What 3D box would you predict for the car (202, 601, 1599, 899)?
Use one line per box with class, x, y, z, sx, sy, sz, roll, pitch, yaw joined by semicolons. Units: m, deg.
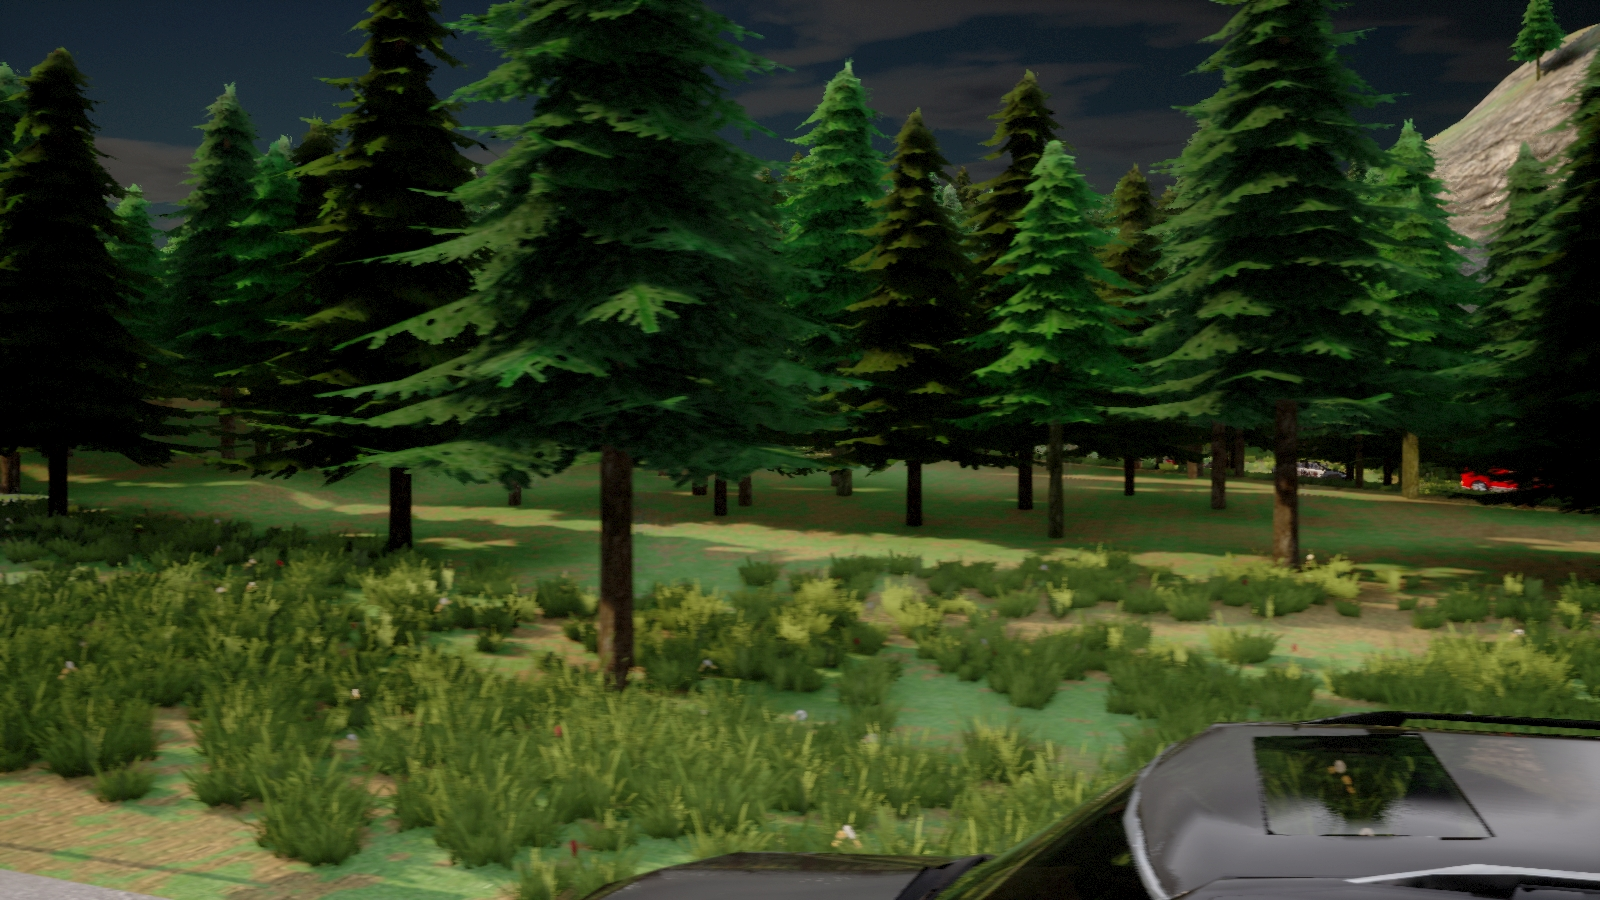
car;1.585;1.639;2.740;5.566;2.045;2.150;0;0;20
